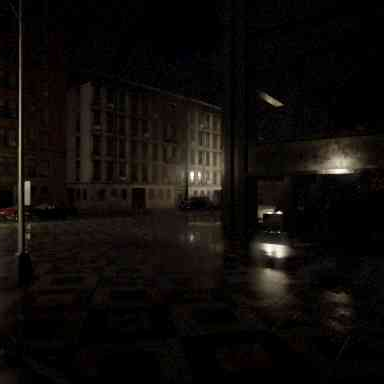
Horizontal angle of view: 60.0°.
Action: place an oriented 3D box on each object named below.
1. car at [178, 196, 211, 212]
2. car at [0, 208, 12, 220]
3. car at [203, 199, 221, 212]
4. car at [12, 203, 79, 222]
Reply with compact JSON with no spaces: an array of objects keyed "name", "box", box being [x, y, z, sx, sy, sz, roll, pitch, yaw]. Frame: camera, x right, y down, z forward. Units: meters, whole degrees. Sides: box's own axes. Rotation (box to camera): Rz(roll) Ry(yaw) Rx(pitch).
[{"name":"car","box":[0.573,1.648,46.987,2.150,2.045,5.566,0,0,43]},{"name":"car","box":[-15.061,1.723,30.043,1.812,1.442,4.674,0,-1,43]},{"name":"car","box":[4.143,2.045,46.052,1.895,1.301,4.718,0,-1,43]},{"name":"car","box":[-12.153,1.695,28.403,2.128,1.511,4.902,0,-1,43]}]
